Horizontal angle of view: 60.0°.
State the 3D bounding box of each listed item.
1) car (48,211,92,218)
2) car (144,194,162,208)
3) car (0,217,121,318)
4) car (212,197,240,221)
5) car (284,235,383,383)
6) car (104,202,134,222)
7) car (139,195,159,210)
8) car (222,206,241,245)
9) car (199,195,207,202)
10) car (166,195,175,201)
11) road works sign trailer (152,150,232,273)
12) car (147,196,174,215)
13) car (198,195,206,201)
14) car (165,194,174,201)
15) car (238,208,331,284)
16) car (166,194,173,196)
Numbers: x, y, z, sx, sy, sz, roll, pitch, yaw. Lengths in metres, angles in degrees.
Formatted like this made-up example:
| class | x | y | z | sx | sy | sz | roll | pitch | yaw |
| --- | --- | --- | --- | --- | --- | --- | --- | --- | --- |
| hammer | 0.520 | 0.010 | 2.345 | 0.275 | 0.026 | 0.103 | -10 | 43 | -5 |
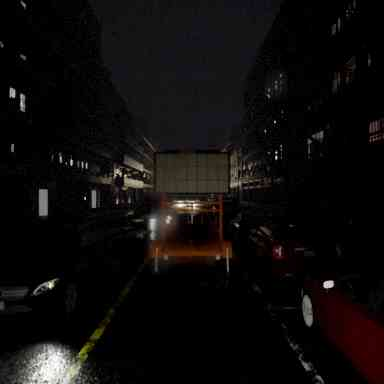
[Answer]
| class | x | y | z | sx | sy | sz | roll | pitch | yaw |
| --- | --- | --- | --- | --- | --- | --- | --- | --- | --- |
| car | -5.686 | 1.565 | 15.195 | 1.947 | 1.339 | 4.313 | 0 | 0 | 0 |
| car | -5.677 | 1.305 | 49.015 | 2.192 | 1.841 | 5.009 | 0 | 0 | 0 |
| car | -3.085 | 1.526 | 7.540 | 1.812 | 1.442 | 4.674 | 0 | 0 | 0 |
| car | 2.699 | 1.312 | 26.463 | 2.192 | 1.841 | 5.009 | 0 | 0 | 0 |
| car | 2.692 | 1.545 | 3.917 | 1.887 | 1.381 | 4.507 | 0 | 0 | 0 |
| car | -5.683 | 1.523 | 26.298 | 1.752 | 1.417 | 4.829 | 0 | 0 | 0 |
| car | -5.679 | 1.432 | 43.378 | 1.967 | 1.590 | 4.097 | 0 | 0 | 0 |
| car | 2.695 | 1.550 | 15.189 | 2.008 | 1.369 | 4.403 | 0 | 0 | 0 |
| car | 2.710 | 1.503 | 77.360 | 1.752 | 1.417 | 4.829 | 0 | 0 | 0 |
| car | -5.668 | 1.516 | 88.469 | 1.887 | 1.381 | 4.507 | 0 | 0 | 0 |
| road works sign trailer | 0.002 | 0.464 | 10.687 | 2.380 | 3.560 | 2.880 | 0 | 0 | 0 |
| car | -2.992 | 1.500 | 33.392 | 1.837 | 1.490 | 4.892 | 0 | 0 | 0 |
| car | 2.713 | 1.516 | 88.463 | 1.887 | 1.381 | 4.507 | 0 | 0 | 0 |
| car | -5.669 | 1.415 | 82.832 | 1.967 | 1.590 | 4.097 | 0 | 0 | 0 |
| car | 2.694 | 1.440 | 9.554 | 1.967 | 1.590 | 4.097 | 0 | 0 | 0 |
| car | -5.669 | 1.293 | 77.196 | 2.192 | 1.841 | 5.009 | 0 | 0 | 0 |
